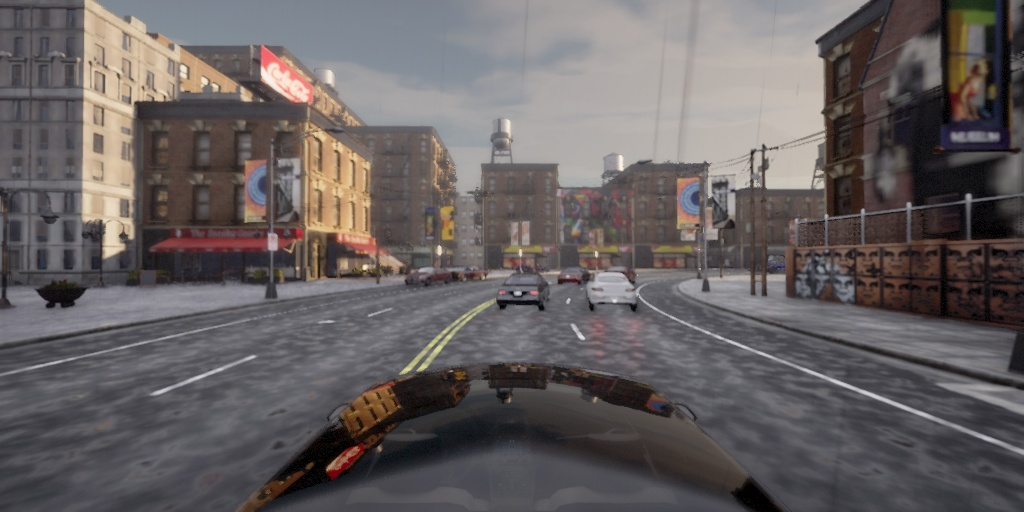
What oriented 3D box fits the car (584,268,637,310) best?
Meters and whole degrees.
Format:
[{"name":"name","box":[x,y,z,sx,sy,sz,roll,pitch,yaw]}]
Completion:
[{"name":"car","box":[4.164,1.404,15.367,1.812,1.442,4.674,0,0,10]}]

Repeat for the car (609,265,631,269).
[{"name":"car","box":[8.475,1.476,28.065,1.882,1.535,5.008,0,0,28]}]

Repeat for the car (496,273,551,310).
[{"name":"car","box":[0.620,1.428,15.530,2.033,1.411,5.357,0,-1,9]}]

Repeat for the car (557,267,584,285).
[{"name":"car","box":[5.258,1.576,29.485,1.994,1.385,4.181,0,-1,28]}]
